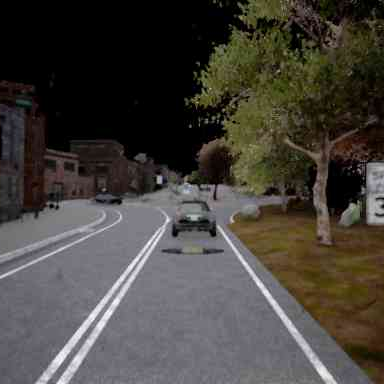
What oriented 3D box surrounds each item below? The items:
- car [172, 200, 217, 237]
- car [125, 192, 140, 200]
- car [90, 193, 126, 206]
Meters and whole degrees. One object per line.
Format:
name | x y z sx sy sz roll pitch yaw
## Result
car | 0.089 1.195 17.219 2.097 1.767 4.553 0 1 0
car | -11.169 0.725 58.659 1.994 1.385 4.181 -1 -1 42
car | -10.452 1.003 40.582 1.895 1.301 4.718 1 1 -45
